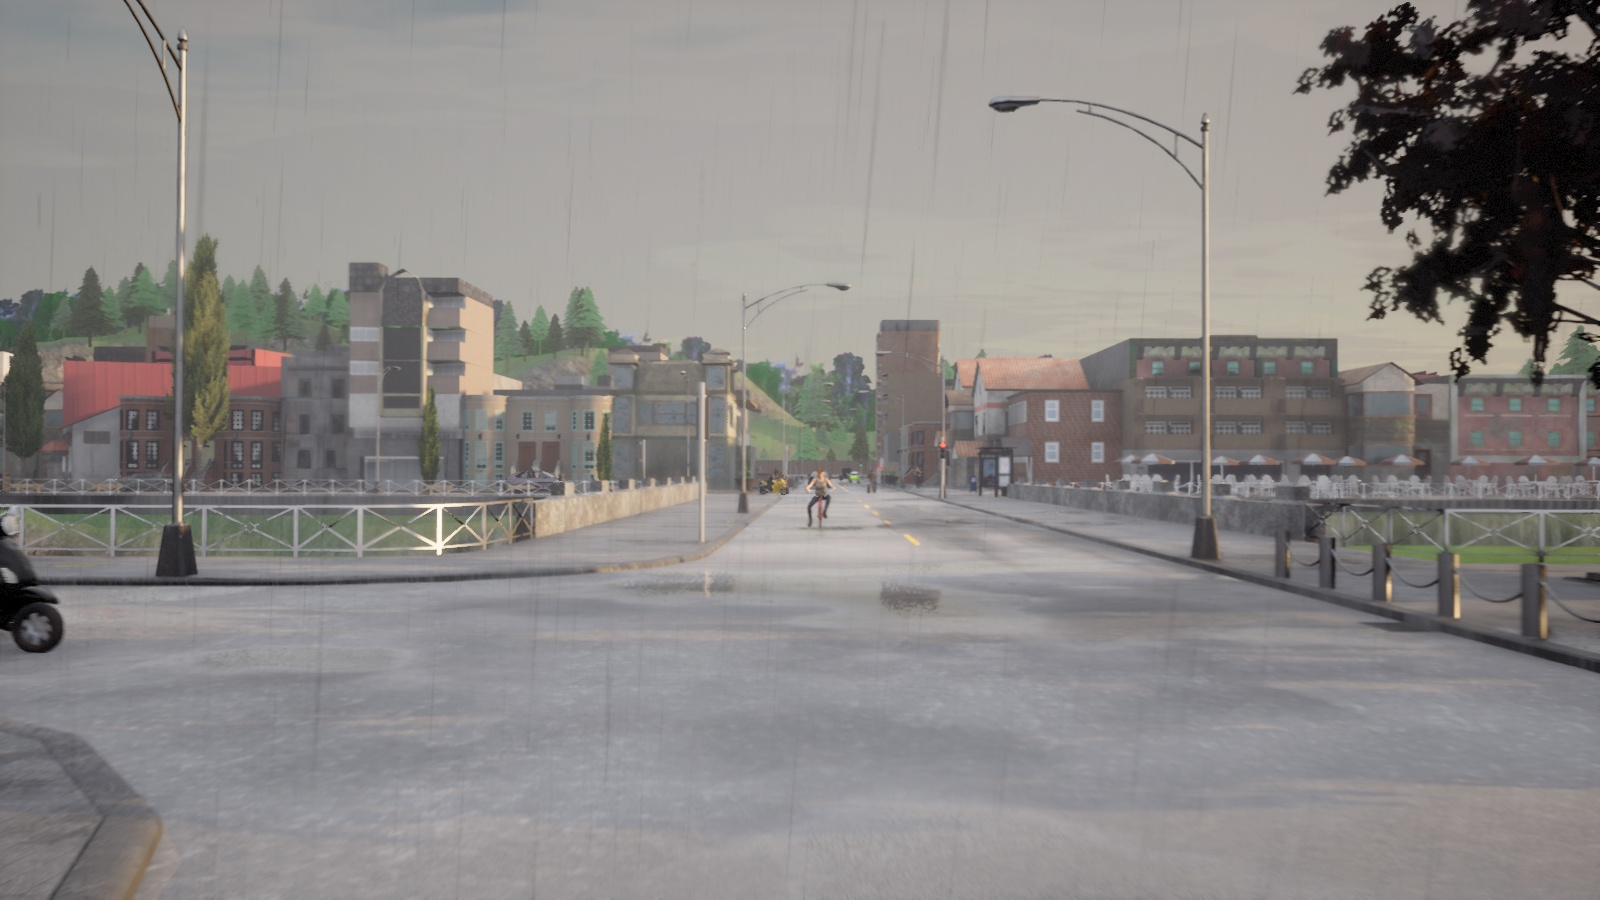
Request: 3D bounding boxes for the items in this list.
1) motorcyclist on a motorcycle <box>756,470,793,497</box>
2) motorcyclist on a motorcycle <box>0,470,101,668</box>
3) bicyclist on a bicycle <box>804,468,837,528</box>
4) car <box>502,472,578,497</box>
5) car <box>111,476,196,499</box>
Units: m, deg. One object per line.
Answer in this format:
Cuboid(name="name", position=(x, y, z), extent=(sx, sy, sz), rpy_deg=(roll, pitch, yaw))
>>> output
Cuboid(name="motorcyclist on a motorcycle", position=(-1.510, 1.990, 74.769), extent=(2.044, 1.523, 0.797), rpy_deg=(-1, 1, 30))
Cuboid(name="motorcyclist on a motorcycle", position=(-7.029, 0.968, 10.557), extent=(1.817, 1.590, 0.866), rpy_deg=(0, -1, 0))
Cuboid(name="bicyclist on a bicycle", position=(0.558, 1.289, 34.159), extent=(0.866, 1.612, 1.509), rpy_deg=(0, -1, 1))
Cuboid(name="car", position=(-15.788, 2.117, 76.404), extent=(4.193, 1.474, 1.816), rpy_deg=(0, -1, 1))
Cuboid(name="car", position=(-39.469, 2.288, 76.761), extent=(4.181, 1.385, 1.994), rpy_deg=(0, -1, 1))
